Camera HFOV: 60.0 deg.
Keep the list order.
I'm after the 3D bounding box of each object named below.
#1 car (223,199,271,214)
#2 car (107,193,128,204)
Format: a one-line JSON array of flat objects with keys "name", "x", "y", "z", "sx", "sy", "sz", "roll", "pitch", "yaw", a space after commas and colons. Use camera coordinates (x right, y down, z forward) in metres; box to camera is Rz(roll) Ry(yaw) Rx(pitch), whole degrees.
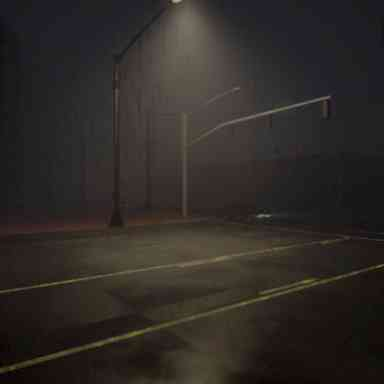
[{"name": "car", "x": 5.465, "y": 1.435, "z": 33.779, "sx": 2.033, "sy": 1.411, "sz": 5.357, "roll": 0, "pitch": 0, "yaw": -36}, {"name": "car", "x": -13.506, "y": 1.112, "z": 60.171, "sx": 2.150, "sy": 2.045, "sz": 5.566, "roll": 0, "pitch": 0, "yaw": -36}]
